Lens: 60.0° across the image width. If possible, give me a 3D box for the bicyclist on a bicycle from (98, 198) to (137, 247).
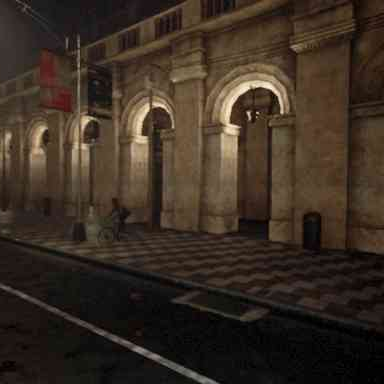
[{"bbox_3d":[-2.531,1.014,11.432,0.582,1.620,1.656,2,2,39],"label":"bicyclist on a bicycle"}]
